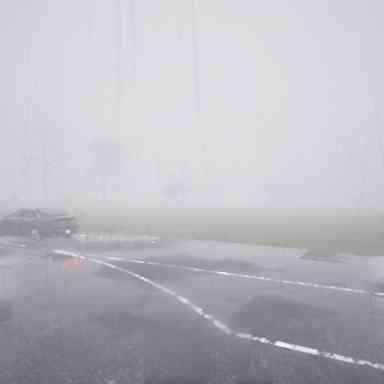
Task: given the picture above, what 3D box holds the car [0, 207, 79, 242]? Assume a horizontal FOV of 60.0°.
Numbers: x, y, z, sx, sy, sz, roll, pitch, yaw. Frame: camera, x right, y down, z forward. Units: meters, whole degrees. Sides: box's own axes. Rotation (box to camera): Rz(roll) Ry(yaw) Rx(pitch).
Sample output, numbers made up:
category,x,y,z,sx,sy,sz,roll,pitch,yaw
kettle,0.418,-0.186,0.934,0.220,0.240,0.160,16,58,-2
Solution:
category,x,y,z,sx,sy,sz,roll,pitch,yaw
car,-7.622,1.496,16.040,4.892,1.490,1.837,0,0,30
